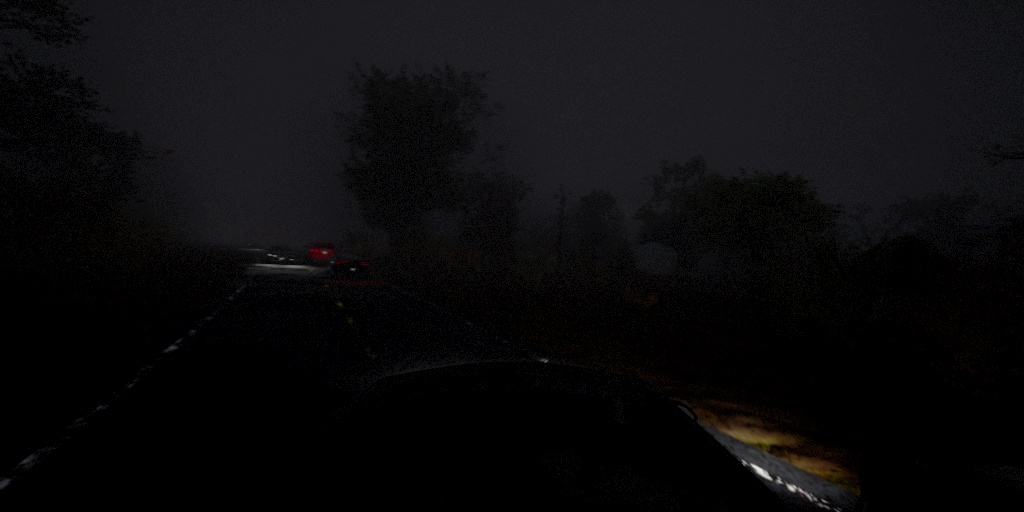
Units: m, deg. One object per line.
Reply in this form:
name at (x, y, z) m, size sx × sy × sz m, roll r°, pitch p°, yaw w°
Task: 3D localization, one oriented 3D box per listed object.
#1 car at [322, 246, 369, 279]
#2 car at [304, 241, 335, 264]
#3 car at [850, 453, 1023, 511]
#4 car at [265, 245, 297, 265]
car at (-10.082, 0.467, 21.856) m, size 1.882 × 1.535 × 5.008 m, roll 4°, pitch 0°, yaw -33°
car at (-17.571, -0.349, 32.844) m, size 2.150 × 2.045 × 5.566 m, roll 4°, pitch 0°, yaw -36°
car at (3.608, 1.540, 0.465) m, size 1.812 × 1.442 × 4.674 m, roll 4°, pitch 0°, yaw -28°
car at (-18.909, -0.161, 29.296) m, size 1.837 × 1.490 × 4.892 m, roll 4°, pitch 0°, yaw -35°
